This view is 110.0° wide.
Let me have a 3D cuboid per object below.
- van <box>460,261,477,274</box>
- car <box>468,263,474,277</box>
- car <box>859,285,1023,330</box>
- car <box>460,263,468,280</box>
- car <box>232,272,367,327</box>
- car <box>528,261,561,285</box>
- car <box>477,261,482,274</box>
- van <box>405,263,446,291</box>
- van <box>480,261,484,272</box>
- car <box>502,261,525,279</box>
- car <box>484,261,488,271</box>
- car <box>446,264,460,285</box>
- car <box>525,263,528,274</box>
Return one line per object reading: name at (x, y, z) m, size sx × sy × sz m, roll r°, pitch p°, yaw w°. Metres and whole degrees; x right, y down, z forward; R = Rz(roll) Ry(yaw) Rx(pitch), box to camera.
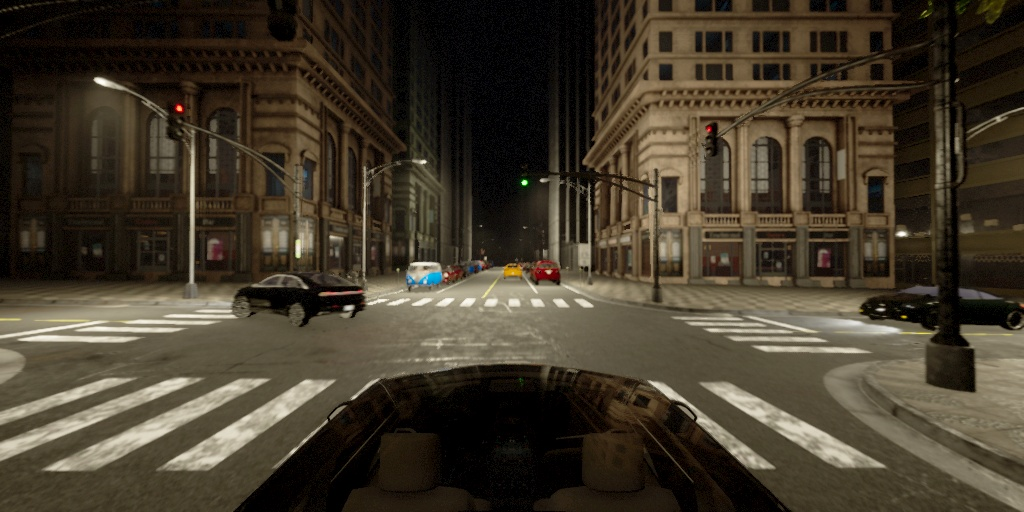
van at (-5.777, 1.582, 45.514) m, size 1.690 × 1.789 × 3.998 m, roll 0°, pitch 0°, yaw 0°
car at (-5.775, 1.743, 40.073) m, size 1.948 × 1.339 × 4.313 m, roll 0°, pitch 0°, yaw 0°
car at (14.716, 1.701, 12.386) m, size 4.181 × 1.385 × 1.994 m, roll 1°, pitch -1°, yaw 0°
car at (-5.774, 1.659, 34.632) m, size 1.888 × 1.381 × 4.507 m, roll 0°, pitch 0°, yaw 0°
car at (-6.879, 1.268, 11.513) m, size 4.902 × 1.511 × 2.128 m, roll 1°, pitch -2°, yaw 27°
car at (2.754, 1.366, 29.203) m, size 2.192 × 1.841 × 5.009 m, roll 0°, pitch 0°, yaw 0°
car at (-5.779, 1.850, 50.955) m, size 1.888 × 1.381 × 4.507 m, roll 0°, pitch 0°, yaw 0°
van at (-5.770, 1.330, 23.752) m, size 1.690 × 1.789 × 3.998 m, roll 0°, pitch 0°, yaw 0°
van at (-5.781, 1.710, 56.396) m, size 1.690 × 1.789 × 3.998 m, roll 0°, pitch 0°, yaw 0°
car at (0.087, 1.642, 39.007) m, size 1.882 × 1.535 × 5.008 m, roll 0°, pitch -1°, yaw 0°
car at (-5.783, 1.748, 61.837) m, size 2.192 × 1.841 × 5.009 m, roll 0°, pitch 0°, yaw 0°
car at (-5.772, 1.491, 29.192) m, size 1.967 × 1.591 × 4.097 m, roll 0°, pitch 0°, yaw 0°
car at (2.752, 1.428, 34.644) m, size 2.192 × 1.841 × 5.009 m, roll 0°, pitch 0°, yaw 0°
